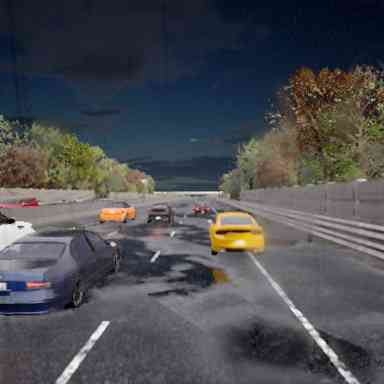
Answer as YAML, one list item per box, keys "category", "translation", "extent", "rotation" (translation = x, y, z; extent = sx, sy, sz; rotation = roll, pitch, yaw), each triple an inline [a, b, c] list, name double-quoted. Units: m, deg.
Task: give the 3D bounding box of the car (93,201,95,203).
- category: "car"
  translation: [-18.832, 2.283, 70.844]
  extent: [1.895, 1.301, 4.718]
  rotation: [0, -1, 2]

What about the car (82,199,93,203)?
- category: "car"
  translation: [-22.305, 2.258, 71.812]
  extent: [1.994, 1.385, 4.181]
  rotation: [0, -1, 2]

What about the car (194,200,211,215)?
- category: "car"
  translation: [1.276, 1.935, 38.874]
  extent: [1.895, 1.301, 4.718]
  rotation: [0, -1, 2]

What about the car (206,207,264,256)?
- category: "car"
  translation: [1.695, 1.590, 13.768]
  extent: [1.882, 1.535, 5.008]
  rotation: [0, -1, 2]

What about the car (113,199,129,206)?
- category: "car"
  translation: [-15.296, 2.231, 72.020]
  extent: [2.033, 1.411, 5.357]
  rotation: [0, -1, 2]

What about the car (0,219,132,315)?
- category: "car"
  translation: [-3.106, 1.620, 7.985]
  extent: [2.033, 1.411, 5.357]
  rotation: [0, 0, 2]

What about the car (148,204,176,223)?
- category: "car"
  translation: [-2.508, 1.751, 27.938]
  extent: [1.837, 1.490, 4.892]
  rotation: [0, 0, 2]

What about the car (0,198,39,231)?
- category: "car"
  translation: [-6.567, 1.314, 9.349]
  extent: [2.150, 2.045, 5.566]
  rotation: [0, 0, 2]

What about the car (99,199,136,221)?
- category: "car"
  translation: [-6.023, 1.603, 27.590]
  extent: [2.097, 1.767, 4.553]
  rotation: [0, -1, 2]
